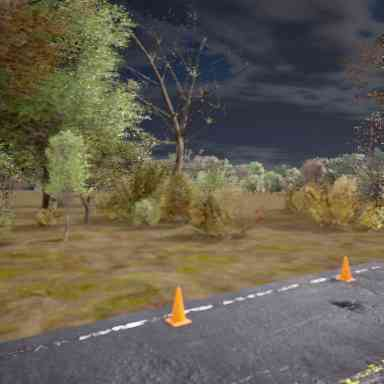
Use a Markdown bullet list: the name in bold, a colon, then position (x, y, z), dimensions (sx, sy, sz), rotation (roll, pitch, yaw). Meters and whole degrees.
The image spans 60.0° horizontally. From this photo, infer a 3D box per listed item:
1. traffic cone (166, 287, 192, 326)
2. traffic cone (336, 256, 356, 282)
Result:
- **traffic cone**: position (-0.230, 1.951, 5.770), dimensions (0.340, 0.580, 0.340), rotation (0, 0, -34)
- **traffic cone**: position (3.973, 1.962, 8.589), dimensions (0.340, 0.580, 0.340), rotation (0, 0, -33)
